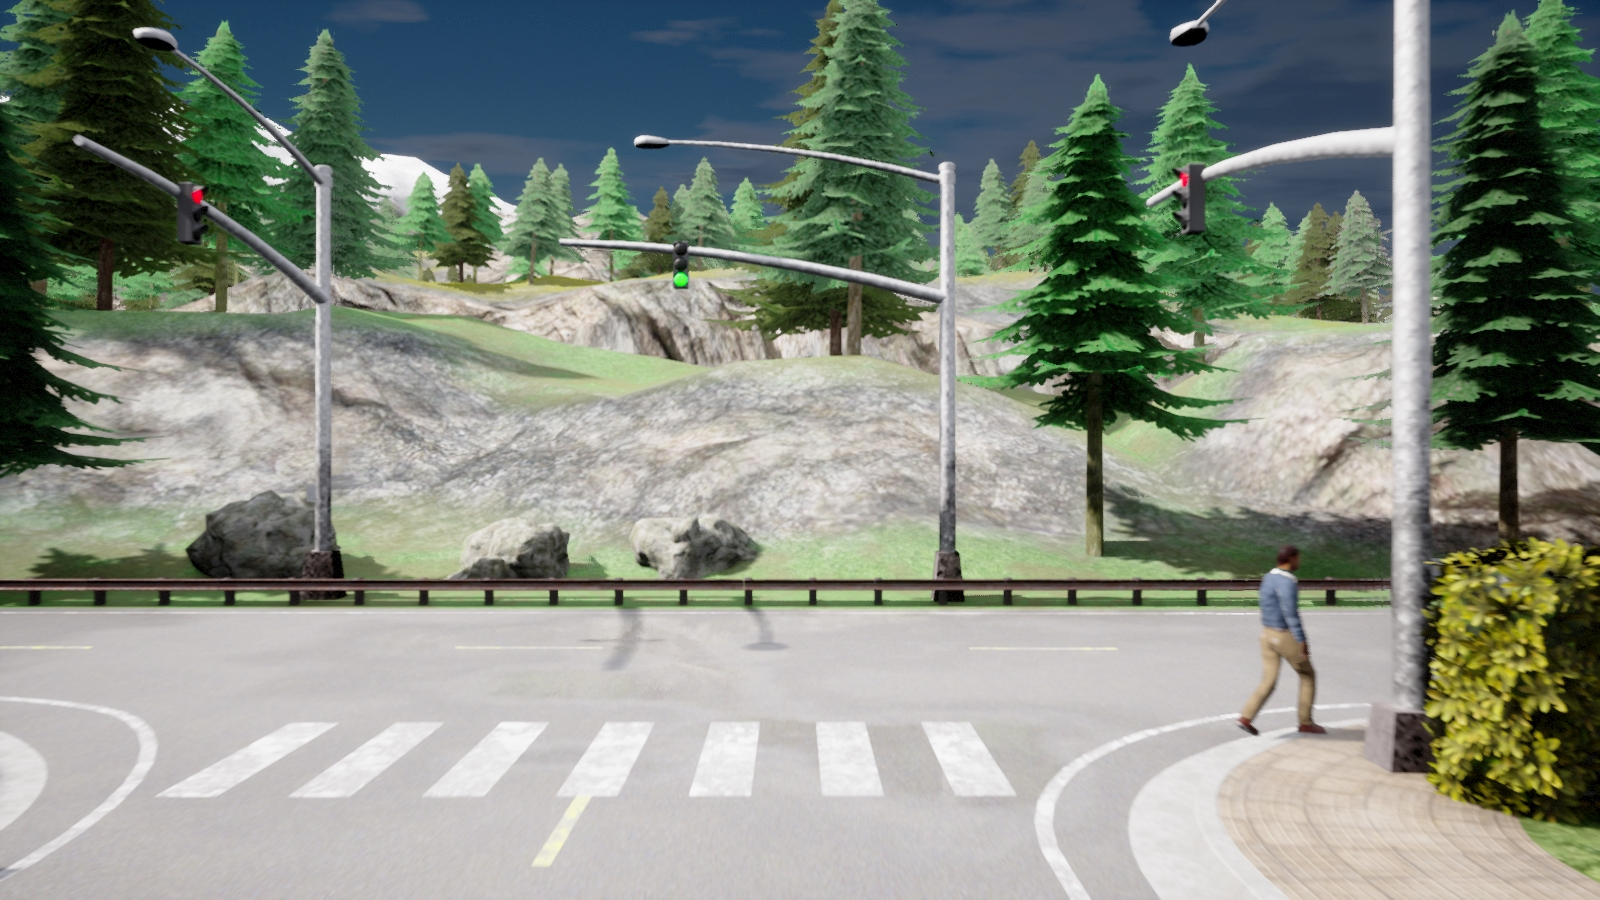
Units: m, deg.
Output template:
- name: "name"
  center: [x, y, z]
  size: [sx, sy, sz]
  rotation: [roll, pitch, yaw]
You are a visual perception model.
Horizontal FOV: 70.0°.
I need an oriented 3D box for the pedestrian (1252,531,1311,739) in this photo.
- name: "pedestrian"
  center: [4.450, 1.690, 10.570]
  size: [0.375, 1.860, 0.375]
  rotation: [0, 0, -4]
